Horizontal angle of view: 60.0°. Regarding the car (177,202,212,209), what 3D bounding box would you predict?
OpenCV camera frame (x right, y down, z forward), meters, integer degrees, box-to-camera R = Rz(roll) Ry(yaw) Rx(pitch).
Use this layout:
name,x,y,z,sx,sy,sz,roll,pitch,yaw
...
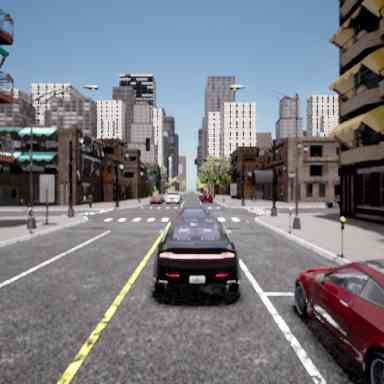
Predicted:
name,x,y,z,sx,sy,sz,roll,pitch,yaw
car,0.102,1.462,17.608,1.994,1.385,4.181,0,0,0

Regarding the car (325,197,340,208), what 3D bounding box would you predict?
name,x,y,z,sx,sy,sz,roll,pitch,yaw
car,17.489,1.143,37.983,4.313,1.339,1.947,-1,1,0

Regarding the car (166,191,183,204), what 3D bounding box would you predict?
name,x,y,z,sx,sy,sz,roll,pitch,yaw
car,-3.077,0.928,54.483,2.150,2.045,5.566,0,0,0

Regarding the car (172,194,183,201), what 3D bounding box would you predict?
name,x,y,z,sx,sy,sz,roll,pitch,yaw
car,-2.999,1.189,69.719,1.994,1.385,4.181,0,0,0

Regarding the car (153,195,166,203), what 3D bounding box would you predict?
name,x,y,z,sx,sy,sz,roll,pitch,yaw
car,-5.688,1.250,59.185,1.947,1.339,4.313,0,0,0

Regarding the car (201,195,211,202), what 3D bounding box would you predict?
name,x,y,z,sx,sy,sz,roll,pitch,yaw
car,2.692,1.225,64.711,1.947,1.339,4.313,0,0,0

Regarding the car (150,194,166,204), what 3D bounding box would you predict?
name,x,y,z,sx,sy,sz,roll,pitch,yaw
car,-5.776,1.255,53.664,1.887,1.381,4.507,0,0,0

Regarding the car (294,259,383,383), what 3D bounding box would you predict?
name,x,y,z,sx,sy,sz,roll,pitch,yaw
car,2.692,1.555,4.434,1.802,1.307,4.206,0,0,0

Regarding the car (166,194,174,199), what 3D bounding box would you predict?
name,x,y,z,sx,sy,sz,roll,pitch,yaw
car,-5.687,1.147,86.811,1.802,1.307,4.206,0,0,0

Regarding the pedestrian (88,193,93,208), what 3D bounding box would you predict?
name,x,y,z,sx,sy,sz,roll,pitch,yaw
pedestrian,-12.511,1.058,40.920,0.375,1.860,0.375,0,1,0

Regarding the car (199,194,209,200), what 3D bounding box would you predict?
name,x,y,z,sx,sy,sz,roll,pitch,yaw
car,2.693,1.176,75.762,1.947,1.339,4.313,0,0,0

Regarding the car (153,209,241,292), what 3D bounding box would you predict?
name,x,y,z,sx,sy,sz,roll,pitch,yaw
car,0.101,1.439,8.746,2.128,1.511,4.902,0,0,0

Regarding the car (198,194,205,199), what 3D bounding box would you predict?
name,x,y,z,sx,sy,sz,roll,pitch,yaw
car,2.693,1.126,92.336,1.802,1.307,4.206,0,0,0

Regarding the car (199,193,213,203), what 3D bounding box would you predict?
name,x,y,z,sx,sy,sz,roll,pitch,yaw
car,2.693,0.999,59.184,2.192,1.841,5.009,0,0,0

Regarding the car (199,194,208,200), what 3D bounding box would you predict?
name,x,y,z,sx,sy,sz,roll,pitch,yaw
car,2.692,1.138,81.287,2.008,1.369,4.403,0,0,0

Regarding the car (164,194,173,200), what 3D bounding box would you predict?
name,x,y,z,sx,sy,sz,roll,pitch,yaw
car,-5.688,1.169,81.287,1.802,1.307,4.206,0,0,0

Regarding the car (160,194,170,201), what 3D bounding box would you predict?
name,x,y,z,sx,sy,sz,roll,pitch,yaw
car,-5.688,1.160,70.066,1.752,1.417,4.829,0,0,0

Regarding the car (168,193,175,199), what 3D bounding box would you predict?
name,x,y,z,sx,sy,sz,roll,pitch,yaw
car,-5.688,1.070,92.166,1.752,1.417,4.829,0,0,0
